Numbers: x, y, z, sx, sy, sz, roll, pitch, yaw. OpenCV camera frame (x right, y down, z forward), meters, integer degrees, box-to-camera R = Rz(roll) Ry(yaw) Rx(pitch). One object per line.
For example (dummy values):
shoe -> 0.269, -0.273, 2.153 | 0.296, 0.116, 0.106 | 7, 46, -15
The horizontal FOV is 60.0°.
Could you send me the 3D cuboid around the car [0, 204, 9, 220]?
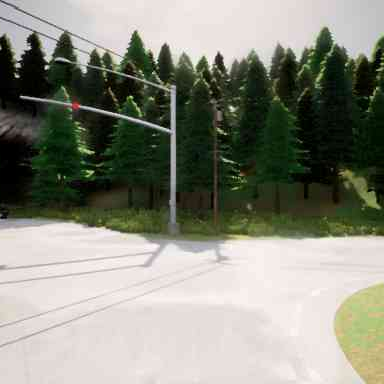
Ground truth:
car -> -16.622, 1.505, 26.455 | 4.892, 1.490, 1.837 | 0, -1, 30
